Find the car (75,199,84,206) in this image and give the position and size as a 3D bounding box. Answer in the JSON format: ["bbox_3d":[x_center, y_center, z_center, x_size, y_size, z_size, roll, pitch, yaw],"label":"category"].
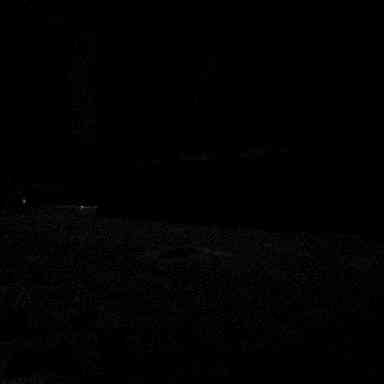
[{"bbox_3d":[-16.315,1.488,53.039,1.812,1.442,4.674,-1,0,36],"label":"car"}]

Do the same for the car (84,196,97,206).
[{"bbox_3d":[-13.380,1.157,51.582,2.150,2.045,5.566,-1,-1,36],"label":"car"}]
